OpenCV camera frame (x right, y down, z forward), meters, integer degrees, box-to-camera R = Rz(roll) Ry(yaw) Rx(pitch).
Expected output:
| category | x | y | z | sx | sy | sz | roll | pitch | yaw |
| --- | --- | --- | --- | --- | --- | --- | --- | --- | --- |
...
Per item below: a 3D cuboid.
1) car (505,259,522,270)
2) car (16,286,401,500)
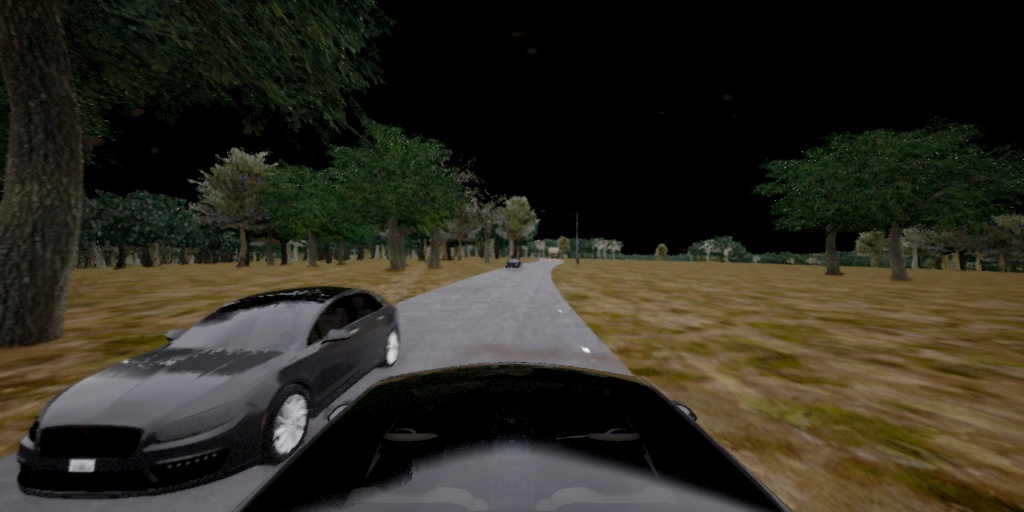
| category | x | y | z | sx | sy | sz | roll | pitch | yaw |
| --- | --- | --- | --- | --- | --- | --- | --- | --- | --- |
| car | 0.295 | 1.058 | 48.379 | 2.033 | 1.411 | 5.357 | 0 | 0 | 8 |
| car | -3.037 | 1.238 | 4.986 | 1.837 | 1.490 | 4.892 | 0 | 0 | 1 |
